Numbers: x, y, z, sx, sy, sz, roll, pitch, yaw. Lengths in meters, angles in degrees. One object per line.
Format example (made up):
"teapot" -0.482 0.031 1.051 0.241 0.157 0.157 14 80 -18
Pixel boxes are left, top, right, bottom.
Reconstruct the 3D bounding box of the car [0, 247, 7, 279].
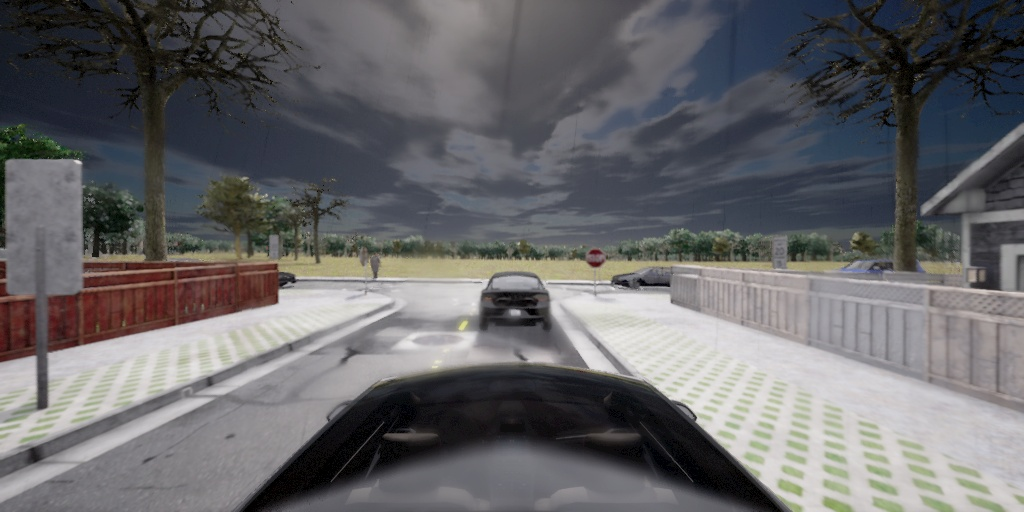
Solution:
"car" -28.816 0.511 19.583 5.566 2.045 2.150 1 0 0

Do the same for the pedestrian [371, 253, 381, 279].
"pedestrian" -9.731 0.682 25.599 0.375 1.860 0.375 0 0 0

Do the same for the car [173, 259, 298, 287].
"car" -14.878 1.051 19.694 5.357 1.411 2.033 1 0 -1

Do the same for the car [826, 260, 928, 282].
"car" 23.047 1.245 22.961 5.566 2.045 2.150 1 0 0

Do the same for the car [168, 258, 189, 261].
"car" -21.629 0.871 22.615 4.902 1.511 2.128 1 0 -1

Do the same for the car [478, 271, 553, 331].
"car" 0.086 1.201 10.905 1.882 1.535 5.008 0 0 0

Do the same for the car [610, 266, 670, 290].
"car" 9.130 1.376 22.844 5.357 1.411 2.033 1 0 -1
